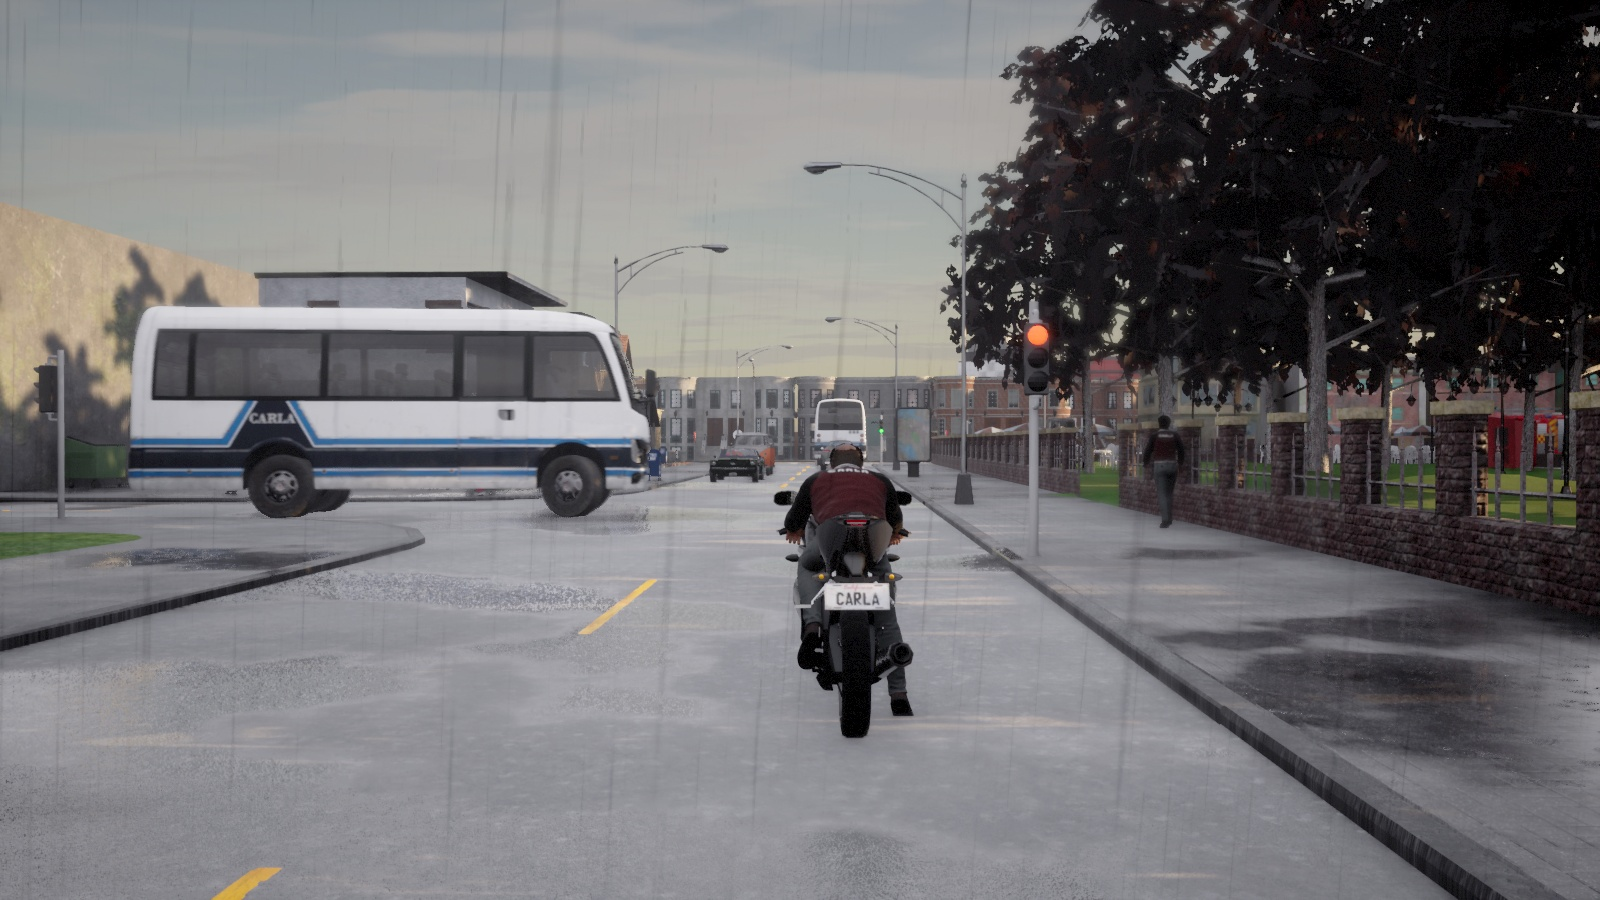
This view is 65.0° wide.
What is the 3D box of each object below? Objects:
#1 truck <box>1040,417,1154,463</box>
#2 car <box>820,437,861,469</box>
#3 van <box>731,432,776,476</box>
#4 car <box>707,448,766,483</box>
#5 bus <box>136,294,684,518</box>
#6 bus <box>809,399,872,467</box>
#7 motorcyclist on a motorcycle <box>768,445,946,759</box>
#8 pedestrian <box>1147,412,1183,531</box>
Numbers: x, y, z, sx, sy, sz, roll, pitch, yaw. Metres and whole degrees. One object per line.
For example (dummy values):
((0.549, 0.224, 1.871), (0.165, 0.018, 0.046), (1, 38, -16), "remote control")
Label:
((22.212, -0.750, 94.248), (7.936, 3.462, 2.891), (0, 0, 2), "truck")
((2.213, 0.138, 68.824), (2.152, 1.651, 5.027), (0, 0, 2), "car")
((-2.134, 0.169, 58.141), (1.775, 1.987, 4.442), (0, 0, 2), "van")
((-2.426, 0.568, 49.116), (1.895, 1.301, 4.718), (0, 0, 2), "car")
((-7.601, -0.784, 26.199), (10.273, 4.253, 3.944), (0, -2, -5), "bus")
((2.686, -1.102, 83.942), (3.944, 4.253, 10.273), (0, 0, 2), "bus")
((0.271, 0.741, 7.237), (0.866, 1.530, 2.191), (0, 0, 0), "motorcyclist on a motorcycle")
((5.974, 0.345, 20.566), (0.402, 1.930, 0.666), (0, 0, 2), "pedestrian")
